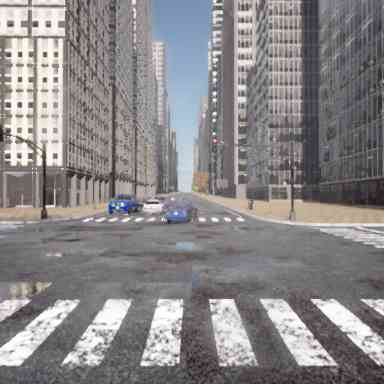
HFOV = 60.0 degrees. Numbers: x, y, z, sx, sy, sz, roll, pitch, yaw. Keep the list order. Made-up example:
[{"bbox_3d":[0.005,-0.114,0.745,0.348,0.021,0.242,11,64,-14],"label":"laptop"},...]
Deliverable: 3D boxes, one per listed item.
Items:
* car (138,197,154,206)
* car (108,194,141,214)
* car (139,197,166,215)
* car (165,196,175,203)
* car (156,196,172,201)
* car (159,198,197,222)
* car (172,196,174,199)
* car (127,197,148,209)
[{"bbox_3d":[-7.522,1.505,55.311,2.033,1.411,5.357,0,0,-1],"label":"car"},{"bbox_3d":[-7.149,1.199,35.088,2.150,2.045,5.566,0,0,2],"label":"car"},{"bbox_3d":[-3.872,1.506,33.408,1.812,1.442,4.674,0,0,-2],"label":"car"},{"bbox_3d":[-4.419,1.542,67.884,1.895,1.301,4.718,0,0,-1],"label":"car"},{"bbox_3d":[-4.045,1.325,42.321,2.097,1.767,4.553,0,0,-1],"label":"car"},{"bbox_3d":[-0.786,1.563,26.546,2.033,1.411,5.357,0,1,9],"label":"car"},{"bbox_3d":[-4.225,1.510,52.945,2.033,1.411,5.357,0,0,-1],"label":"car"},{"bbox_3d":[-7.344,1.461,45.461,2.128,1.511,4.902,0,0,-1],"label":"car"}]
